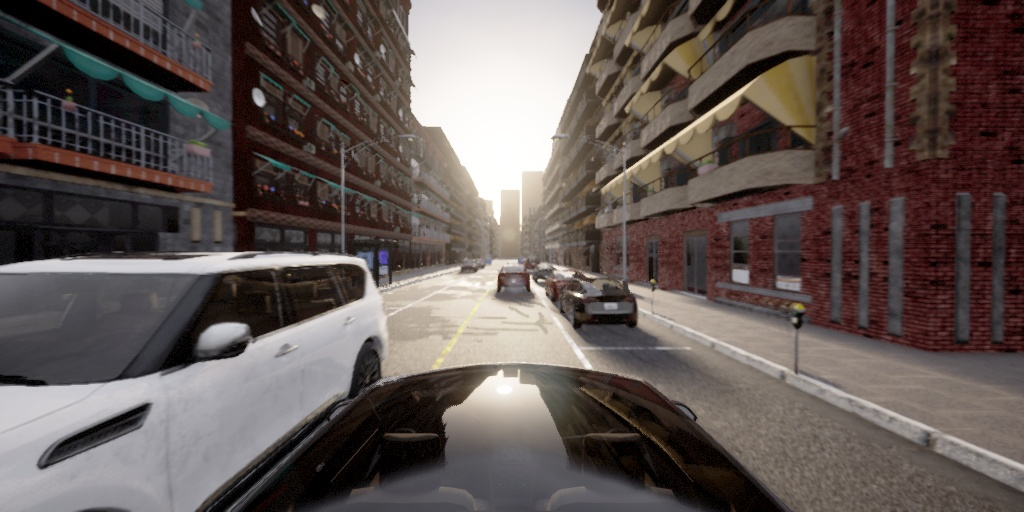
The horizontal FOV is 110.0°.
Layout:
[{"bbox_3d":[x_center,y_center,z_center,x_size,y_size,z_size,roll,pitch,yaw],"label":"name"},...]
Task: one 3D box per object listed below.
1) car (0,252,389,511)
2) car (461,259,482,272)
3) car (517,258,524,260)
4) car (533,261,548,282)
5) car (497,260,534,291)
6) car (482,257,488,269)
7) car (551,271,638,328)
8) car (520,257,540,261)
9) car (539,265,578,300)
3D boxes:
[{"bbox_3d":[-2.851,0.972,2.998,2.150,2.045,5.566,0,0,0],"label":"car"},{"bbox_3d":[-5.331,1.183,45.429,1.967,1.591,4.097,0,0,0],"label":"car"},{"bbox_3d":[0.088,1.270,38.259,1.812,1.442,4.674,0,0,0],"label":"car"},{"bbox_3d":[2.523,1.295,28.205,2.007,1.370,4.403,0,0,0],"label":"car"},{"bbox_3d":[0.093,1.223,21.829,1.882,1.535,5.008,0,0,0],"label":"car"},{"bbox_3d":[-5.334,1.185,56.732,1.967,1.591,4.097,0,0,0],"label":"car"},{"bbox_3d":[2.529,1.313,11.211,1.948,1.339,4.313,0,0,0],"label":"car"},{"bbox_3d":[2.539,1.059,45.198,2.192,1.841,5.009,0,0,0],"label":"car"},{"bbox_3d":[2.527,1.291,16.876,1.888,1.381,4.507,0,0,0],"label":"car"}]
